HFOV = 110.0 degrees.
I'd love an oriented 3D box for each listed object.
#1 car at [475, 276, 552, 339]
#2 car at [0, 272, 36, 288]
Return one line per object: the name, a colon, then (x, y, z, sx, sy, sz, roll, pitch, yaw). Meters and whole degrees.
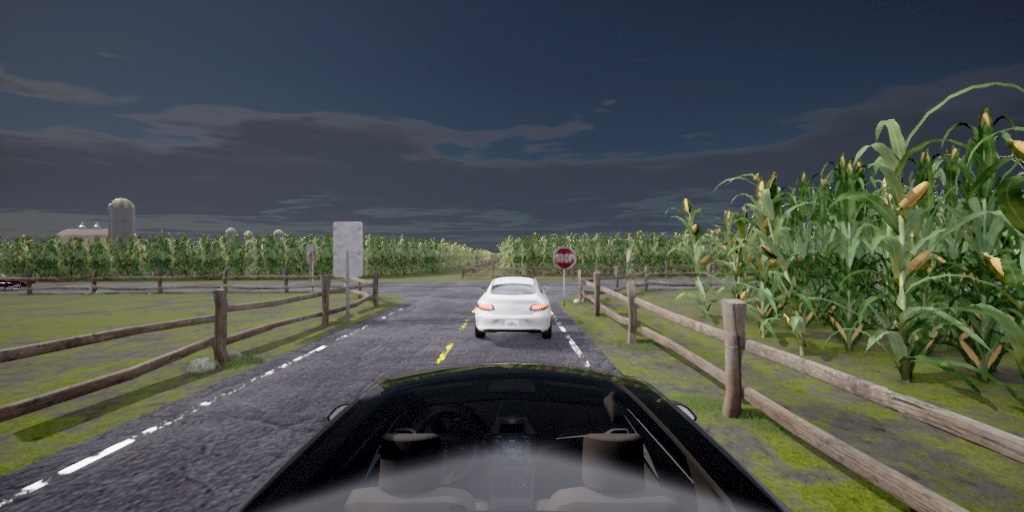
car: (0.081, 1.270, 9.964, 1.812, 1.442, 4.674, 0, 0, 2)
car: (-33.907, 1.604, 22.981, 4.718, 1.301, 1.895, 0, 0, 0)
